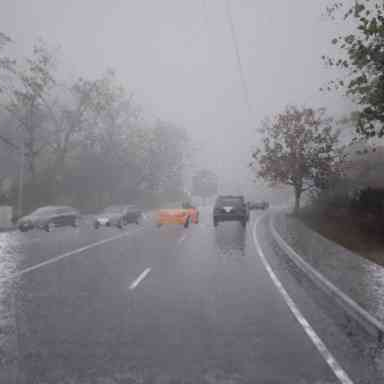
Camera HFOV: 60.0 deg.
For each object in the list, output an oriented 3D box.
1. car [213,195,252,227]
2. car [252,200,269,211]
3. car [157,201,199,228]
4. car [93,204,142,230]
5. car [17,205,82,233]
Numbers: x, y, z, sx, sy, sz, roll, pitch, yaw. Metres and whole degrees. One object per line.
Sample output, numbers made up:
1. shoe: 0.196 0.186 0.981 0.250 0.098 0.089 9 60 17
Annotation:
1. car: 2.843 1.245 23.393 2.150 2.045 5.566 -1 0 13
2. car: 8.301 1.610 41.143 1.895 1.301 4.718 -1 0 22
3. car: -0.842 1.407 22.694 2.097 1.767 4.553 -1 0 11
4. car: -4.775 1.575 21.917 2.128 1.511 4.902 0 0 11
5. car: -8.598 1.607 20.517 1.837 1.490 4.892 -1 -1 11
